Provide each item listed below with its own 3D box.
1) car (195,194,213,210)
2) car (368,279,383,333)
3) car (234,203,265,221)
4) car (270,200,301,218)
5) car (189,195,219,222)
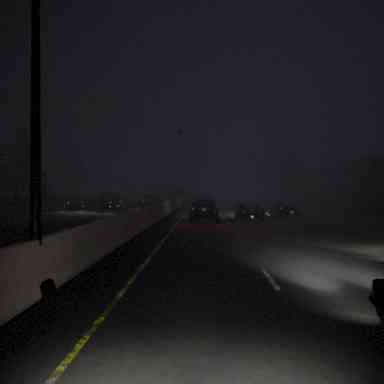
[{"bbox_3d":[1.462,1.184,41.291,2.097,1.767,4.553,0,0,2],"label":"car"},{"bbox_3d":[3.716,1.596,3.195,1.895,1.301,4.718,0,0,1],"label":"car"},{"bbox_3d":[4.456,1.502,26.362,1.895,1.301,4.718,0,0,2],"label":"car"},{"bbox_3d":[8.042,1.425,28.855,1.812,1.442,4.674,0,0,2],"label":"car"},{"bbox_3d":[0.917,1.250,25.181,2.097,1.767,4.553,0,0,2],"label":"car"}]
